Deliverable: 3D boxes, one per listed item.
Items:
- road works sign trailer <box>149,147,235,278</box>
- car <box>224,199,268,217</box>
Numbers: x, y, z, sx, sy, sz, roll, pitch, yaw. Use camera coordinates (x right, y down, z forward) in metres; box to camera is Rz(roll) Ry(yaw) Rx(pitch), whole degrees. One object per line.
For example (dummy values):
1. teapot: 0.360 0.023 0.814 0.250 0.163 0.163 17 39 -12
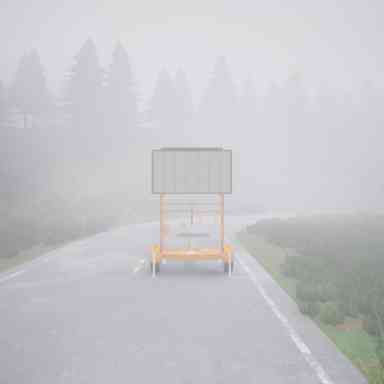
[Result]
1. road works sign trailer: -0.005 0.463 10.087 2.380 3.560 2.880 0 0 0
2. car: 4.916 1.471 31.086 5.008 1.535 1.882 0 -1 -36
